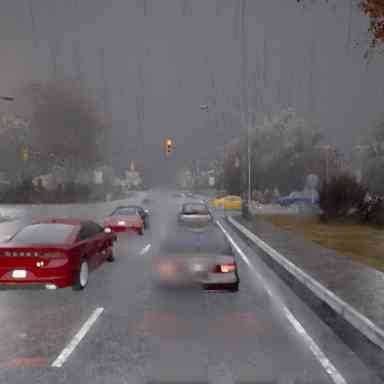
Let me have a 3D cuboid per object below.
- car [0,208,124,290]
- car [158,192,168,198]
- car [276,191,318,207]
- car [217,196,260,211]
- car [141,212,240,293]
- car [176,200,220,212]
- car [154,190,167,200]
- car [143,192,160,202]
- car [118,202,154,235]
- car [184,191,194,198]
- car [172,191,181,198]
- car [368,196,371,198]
[{"bbox_3d":[-3.392,1.441,9.014,1.882,1.535,5.008,0,0,0],"label":"car"},{"bbox_3d":[-7.374,0.705,84.890,2.128,1.511,4.902,0,1,-3],"label":"car"},{"bbox_3d":[13.792,0.877,43.207,5.566,2.045,2.150,0,1,-4],"label":"car"},{"bbox_3d":[4.799,1.199,35.946,5.008,1.535,1.882,0,1,13],"label":"car"},{"bbox_3d":[0.106,1.512,8.940,2.033,1.411,5.357,0,0,0],"label":"car"},{"bbox_3d":[0.141,1.372,18.632,2.128,1.511,4.902,0,1,-1],"label":"car"},{"bbox_3d":[-6.988,0.616,69.885,2.150,2.045,5.566,0,1,0],"label":"car"},{"bbox_3d":[-7.053,1.139,56.006,1.895,1.301,4.718,0,1,0],"label":"car"},{"bbox_3d":[-3.388,1.450,18.001,1.994,1.385,4.181,0,1,0],"label":"car"},{"bbox_3d":[-0.436,0.677,86.198,2.128,1.511,4.902,0,1,-4],"label":"car"},{"bbox_3d":[-3.936,0.749,86.115,1.895,1.301,4.718,0,1,-4],"label":"car"},{"bbox_3d":[24.093,1.197,43.784,5.357,1.411,2.033,0,1,-3],"label":"car"}]
